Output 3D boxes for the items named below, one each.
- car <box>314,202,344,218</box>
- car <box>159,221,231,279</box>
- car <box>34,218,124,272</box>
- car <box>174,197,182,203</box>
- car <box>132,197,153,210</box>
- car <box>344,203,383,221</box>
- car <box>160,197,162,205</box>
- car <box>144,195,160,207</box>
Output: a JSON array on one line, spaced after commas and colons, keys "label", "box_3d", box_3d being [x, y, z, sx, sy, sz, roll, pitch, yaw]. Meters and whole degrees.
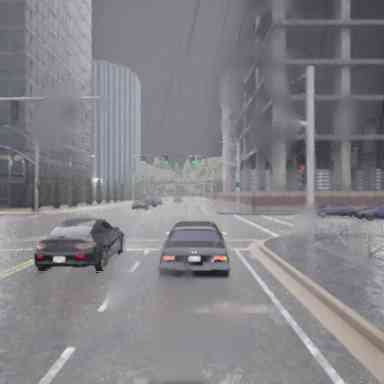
[{"label": "car", "box_3d": [13.029, 1.651, 30.895, 4.181, 1.385, 1.994, 0, 0, 0]}, {"label": "car", "box_3d": [0.122, 1.595, 10.165, 2.033, 1.411, 5.357, 0, 0, 2]}, {"label": "car", "box_3d": [-3.453, 1.577, 10.851, 1.812, 1.442, 4.674, 0, 0, -1]}, {"label": "car", "box_3d": [-3.540, 1.926, 83.432, 2.033, 1.411, 5.357, 0, 0, 0]}, {"label": "car", "box_3d": [-7.118, 1.779, 46.392, 1.994, 1.385, 4.181, 0, 0, 0]}, {"label": "car", "box_3d": [15.891, 1.618, 27.407, 5.357, 1.411, 2.033, 0, 0, 0]}, {"label": "car", "box_3d": [-7.040, 1.655, 65.533, 2.097, 1.767, 4.553, 0, 0, 0]}, {"label": "car", "box_3d": [-7.103, 1.480, 55.712, 2.150, 2.045, 5.566, 0, 0, 0]}]
